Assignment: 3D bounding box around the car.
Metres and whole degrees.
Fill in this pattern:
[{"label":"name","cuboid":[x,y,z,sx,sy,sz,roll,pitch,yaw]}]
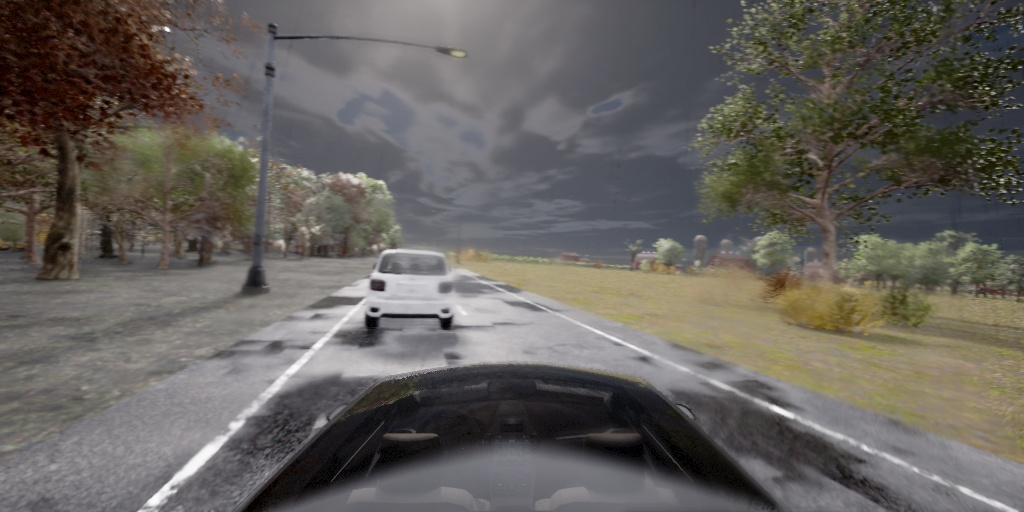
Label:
[{"label":"car","cuboid":[-3.009,0.854,10.848,2.150,2.045,5.566,4,0,-15]}]
